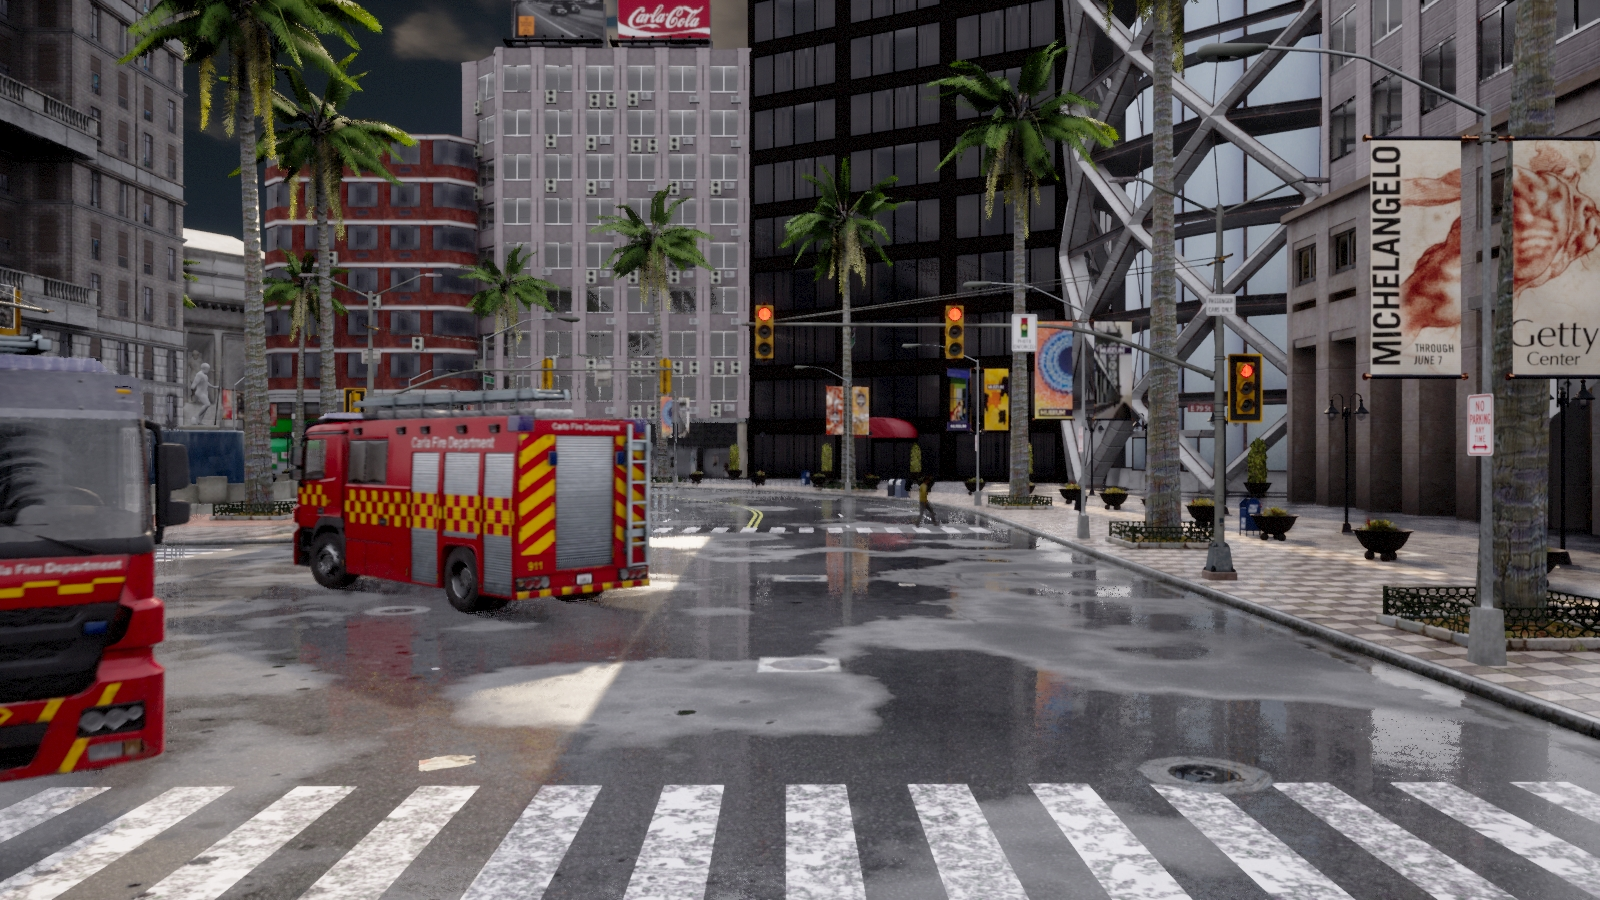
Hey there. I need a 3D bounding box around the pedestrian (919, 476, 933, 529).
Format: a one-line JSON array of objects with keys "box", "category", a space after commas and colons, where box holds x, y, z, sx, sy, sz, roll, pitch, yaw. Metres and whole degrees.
[{"box": [4.442, 1.834, 40.268, 0.375, 1.860, 0.375, 0, 0, -14], "category": "pedestrian"}]

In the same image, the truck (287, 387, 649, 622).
[{"box": [-6.830, 0.883, 22.535, 8.468, 3.827, 2.891, 0, 0, 43], "category": "truck"}]

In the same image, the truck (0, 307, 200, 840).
[{"box": [-8.602, 0.886, 11.333, 2.891, 3.827, 8.468, 0, 0, -40], "category": "truck"}]
